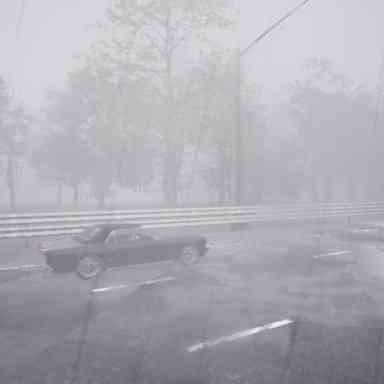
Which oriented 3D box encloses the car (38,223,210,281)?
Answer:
[{"bbox_3d":[-1.846,1.569,9.757,4.718,1.301,1.895,0,0,-31],"label":"car"}]
